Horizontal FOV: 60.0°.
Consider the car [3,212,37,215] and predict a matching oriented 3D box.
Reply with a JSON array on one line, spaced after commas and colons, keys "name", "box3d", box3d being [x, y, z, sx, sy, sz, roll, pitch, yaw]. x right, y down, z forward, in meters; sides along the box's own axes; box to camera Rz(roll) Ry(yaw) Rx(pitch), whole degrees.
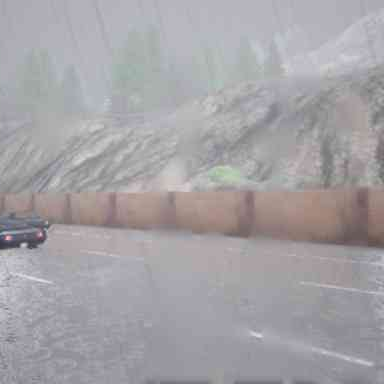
[{"name": "car", "box3d": [-10.660, 1.860, 20.132, 4.718, 1.301, 1.895, -1, -1, 35]}]

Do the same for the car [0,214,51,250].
[{"name": "car", "box3d": [-8.335, 1.792, 14.197, 4.718, 1.301, 1.895, -1, -1, 35]}]
